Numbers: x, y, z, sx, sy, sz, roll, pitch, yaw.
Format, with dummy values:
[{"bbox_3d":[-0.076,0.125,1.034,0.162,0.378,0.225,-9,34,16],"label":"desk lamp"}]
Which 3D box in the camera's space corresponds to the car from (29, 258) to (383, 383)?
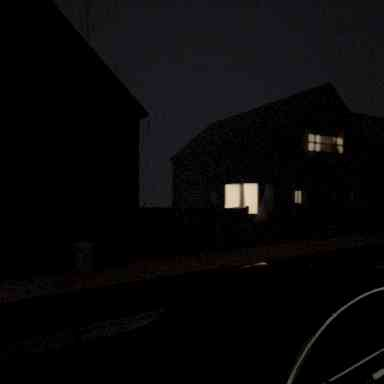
[{"bbox_3d":[0.908,1.508,3.130,4.892,1.490,1.837,1,0,-34],"label":"car"}]
